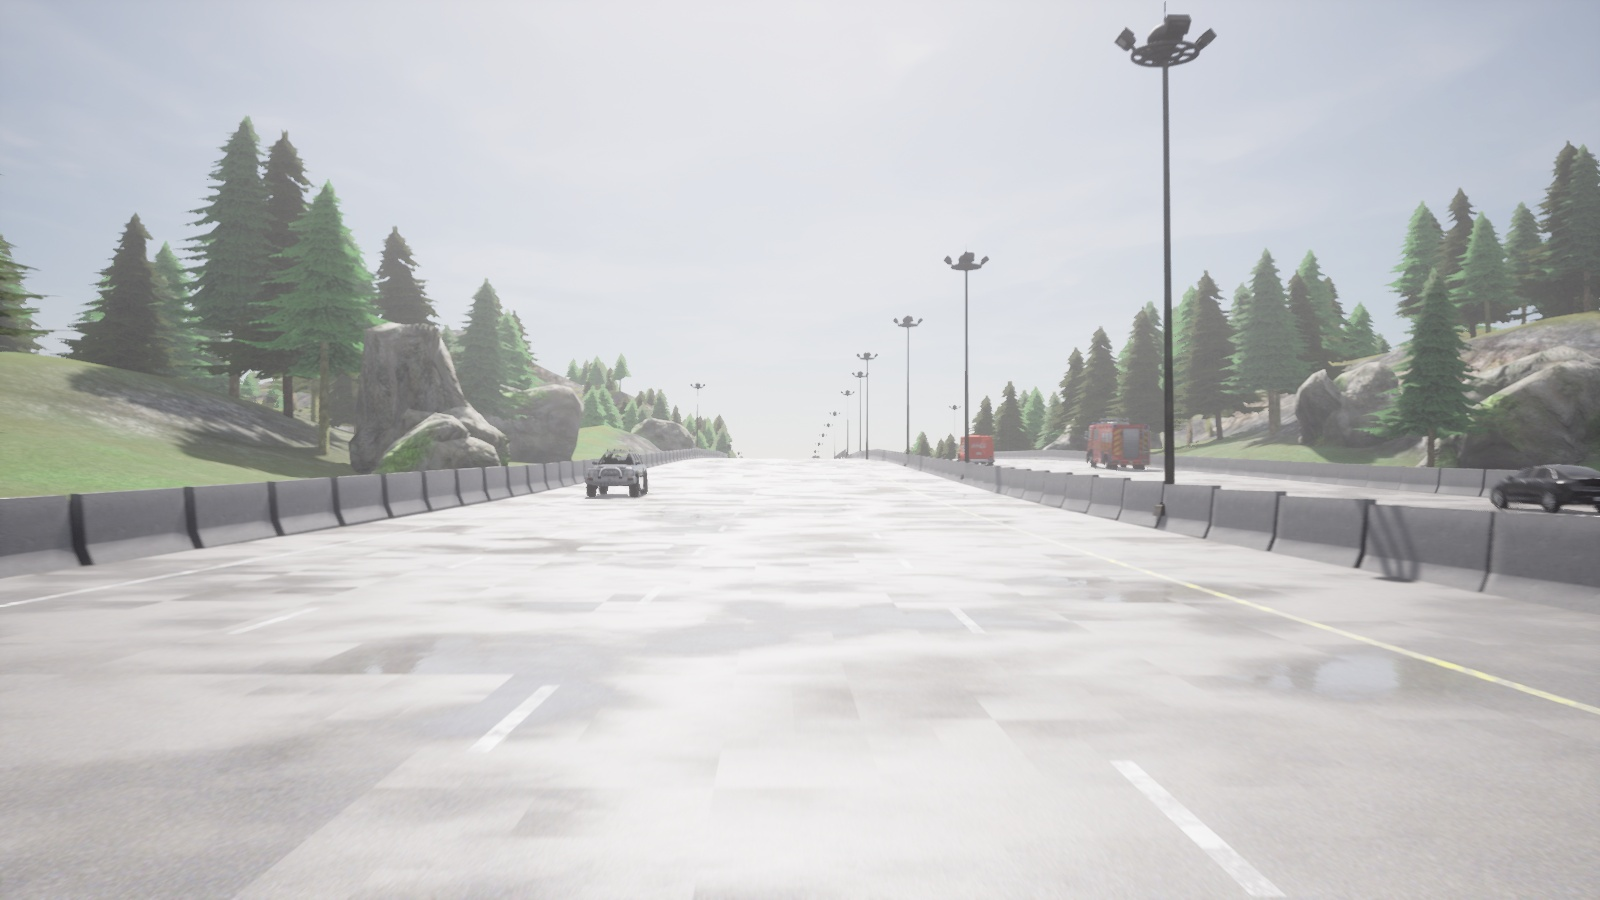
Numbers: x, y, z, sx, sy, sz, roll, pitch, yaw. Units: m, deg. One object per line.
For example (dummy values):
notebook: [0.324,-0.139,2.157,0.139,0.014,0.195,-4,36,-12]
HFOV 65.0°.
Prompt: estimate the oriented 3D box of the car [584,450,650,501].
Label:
car: [-7.123,0.953,49.348,1.932,1.855,4.605,0,0,0]

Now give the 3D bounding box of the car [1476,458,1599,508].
car: [24.398,1.045,41.177,1.837,1.490,4.892,0,0,0]
